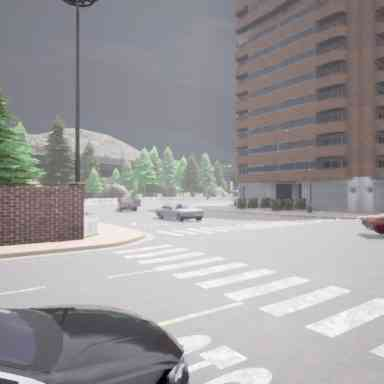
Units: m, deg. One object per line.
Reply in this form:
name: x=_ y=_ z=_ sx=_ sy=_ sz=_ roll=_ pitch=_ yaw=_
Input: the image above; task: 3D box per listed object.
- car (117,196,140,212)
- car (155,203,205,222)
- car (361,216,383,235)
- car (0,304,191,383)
car: x=-7.382 y=1.468 z=37.490 sx=1.812 sy=1.442 sz=4.674 roll=0 pitch=0 yaw=-18
car: x=-1.035 y=1.543 z=25.875 sx=1.895 sy=1.301 sz=4.718 roll=0 pitch=0 yaw=-34
car: x=11.059 y=1.575 z=16.237 sx=4.718 sy=1.301 sz=1.895 roll=0 pitch=0 yaw=11
car: x=-2.235 y=1.492 z=2.152 sx=4.902 sy=1.511 sz=2.128 roll=0 pitch=0 yaw=-36
